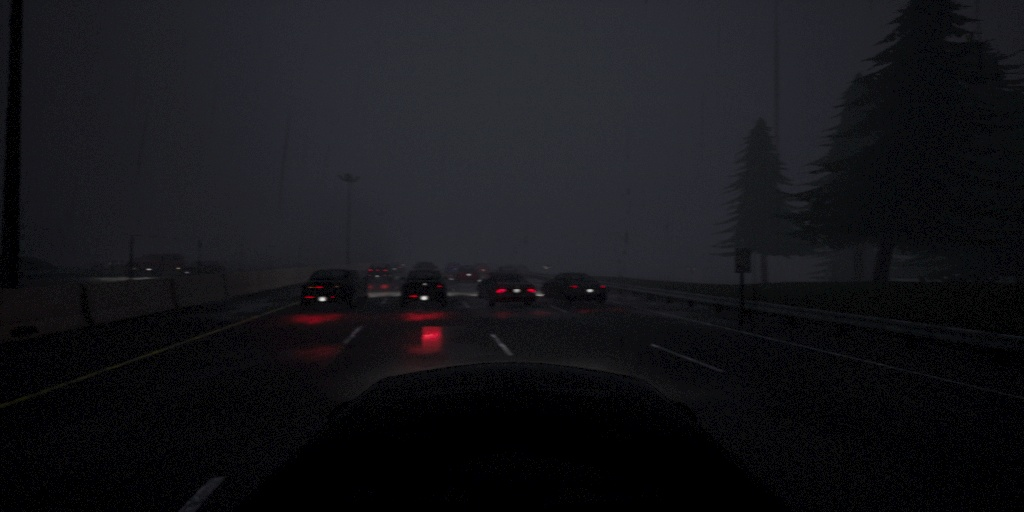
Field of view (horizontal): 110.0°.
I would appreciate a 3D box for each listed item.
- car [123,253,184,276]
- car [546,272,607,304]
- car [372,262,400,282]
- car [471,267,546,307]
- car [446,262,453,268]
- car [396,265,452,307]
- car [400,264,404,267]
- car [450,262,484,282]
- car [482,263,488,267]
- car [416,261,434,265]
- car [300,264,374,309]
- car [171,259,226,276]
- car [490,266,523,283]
[{"bbox_3d":[-33.423,0.761,33.825,2.150,2.045,5.566,1,-1,-14],"label":"car"},{"bbox_3d":[2.922,1.485,17.561,1.994,1.385,4.181,1,0,-13],"label":"car"},{"bbox_3d":[-10.806,1.328,29.646,2.128,1.511,4.902,1,0,-13],"label":"car"},{"bbox_3d":[-0.403,1.415,16.412,2.033,1.411,5.357,1,0,-14],"label":"car"},{"bbox_3d":[-7.484,1.495,45.647,1.882,1.535,5.008,1,-1,-14],"label":"car"},{"bbox_3d":[-3.875,1.325,15.892,1.837,1.490,4.892,1,0,-13],"label":"car"},{"bbox_3d":[-14.287,1.472,43.999,1.994,1.385,4.181,1,-1,-14],"label":"car"},{"bbox_3d":[-3.995,1.508,31.253,1.994,1.385,4.181,1,0,-13],"label":"car"},{"bbox_3d":[-4.083,1.597,46.471,1.812,1.442,4.674,1,-1,-14],"label":"car"},{"bbox_3d":[-7.353,1.239,30.259,2.097,1.767,4.553,1,-1,-14],"label":"car"},{"bbox_3d":[-7.274,1.271,15.063,1.837,1.490,4.892,1,0,-13],"label":"car"},{"bbox_3d":[-30.064,1.210,34.789,1.895,1.301,4.718,1,-1,-13],"label":"car"},{"bbox_3d":[-0.560,1.598,31.925,1.895,1.301,4.718,1,0,-14],"label":"car"}]
